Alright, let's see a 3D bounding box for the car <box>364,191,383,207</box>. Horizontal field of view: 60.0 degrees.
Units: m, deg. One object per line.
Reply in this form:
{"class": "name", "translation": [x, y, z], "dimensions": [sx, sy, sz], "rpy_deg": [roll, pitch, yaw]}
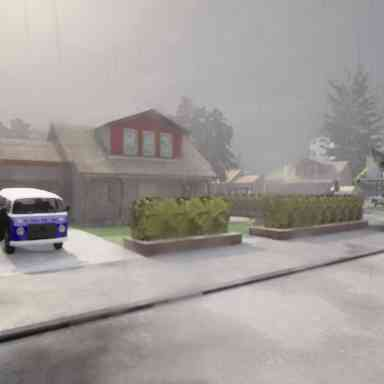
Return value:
{"class": "car", "translation": [23.135, 0.803, 40.840], "dimensions": [3.866, 1.878, 1.905], "rpy_deg": [0, 0, -1]}
